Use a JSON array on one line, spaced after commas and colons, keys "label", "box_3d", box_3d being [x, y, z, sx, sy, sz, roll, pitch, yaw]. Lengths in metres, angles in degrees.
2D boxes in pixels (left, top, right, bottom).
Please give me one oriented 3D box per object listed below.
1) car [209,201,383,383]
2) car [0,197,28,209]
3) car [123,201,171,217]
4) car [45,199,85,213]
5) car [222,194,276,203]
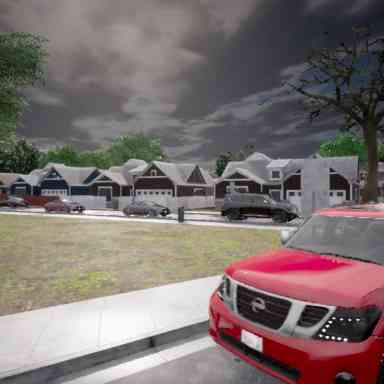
[{"label": "car", "box_3d": [2.874, 1.222, 5.149, 5.566, 2.045, 2.150, 0, 0, -36]}, {"label": "car", "box_3d": [-22.625, 1.335, 41.821, 4.674, 1.442, 1.812, 0, 0, 27]}, {"label": "car", "box_3d": [-3.932, 1.450, 28.697, 4.181, 1.385, 1.994, 0, 0, 29]}, {"label": "car", "box_3d": [-12.765, 1.410, 33.391, 4.181, 1.385, 1.994, 0, 0, 27]}, {"label": "car", "box_3d": [4.772, 1.149, 23.793, 5.566, 2.045, 2.150, 0, 0, 30]}]
